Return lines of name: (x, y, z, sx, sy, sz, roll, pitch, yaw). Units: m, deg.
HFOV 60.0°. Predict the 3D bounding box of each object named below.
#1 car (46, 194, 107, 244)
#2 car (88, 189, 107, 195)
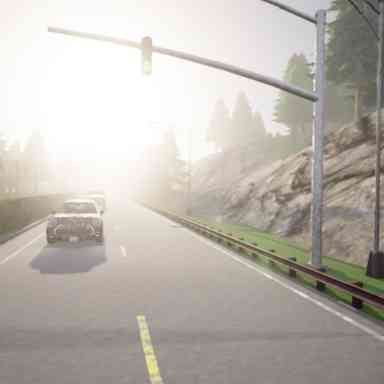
car: (-4.922, 1.138, 14.499, 2.097, 1.767, 4.553, 1, 0, -14)
car: (-10.802, 0.738, 37.497, 2.150, 2.045, 5.566, 1, 1, -14)
